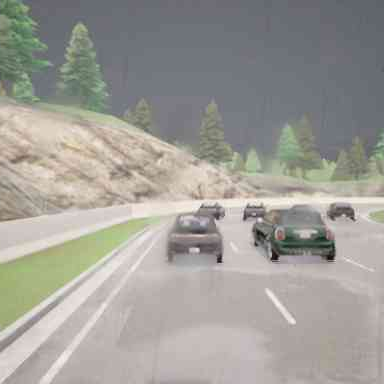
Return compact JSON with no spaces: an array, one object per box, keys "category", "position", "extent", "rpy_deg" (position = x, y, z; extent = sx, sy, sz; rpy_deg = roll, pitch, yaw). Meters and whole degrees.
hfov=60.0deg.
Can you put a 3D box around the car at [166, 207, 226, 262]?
[{"category":"car","position":[0.109,1.543,12.369],"extent":[2.128,1.511,4.902],"rpy_deg":[0,0,1]}]

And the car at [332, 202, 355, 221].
[{"category":"car","position":[12.880,1.625,28.898],"extent":[1.837,1.490,4.892],"rpy_deg":[-1,0,18]}]

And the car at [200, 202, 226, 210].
[{"category":"car","position":[1.781,1.611,28.990],"extent":[2.128,1.511,4.902],"rpy_deg":[0,0,14]}]

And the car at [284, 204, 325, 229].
[{"category":"car","position":[7.962,1.647,24.031],"extent":[2.033,1.411,5.357],"rpy_deg":[0,0,10]}]

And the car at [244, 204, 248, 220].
[{"category":"car","position":[5.625,1.611,28.955],"extent":[2.128,1.511,4.902],"rpy_deg":[0,0,15]}]

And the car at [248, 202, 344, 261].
[{"category":"car","position":[3.618,1.404,12.628],"extent":[2.097,1.767,4.553],"rpy_deg":[0,0,1]}]
